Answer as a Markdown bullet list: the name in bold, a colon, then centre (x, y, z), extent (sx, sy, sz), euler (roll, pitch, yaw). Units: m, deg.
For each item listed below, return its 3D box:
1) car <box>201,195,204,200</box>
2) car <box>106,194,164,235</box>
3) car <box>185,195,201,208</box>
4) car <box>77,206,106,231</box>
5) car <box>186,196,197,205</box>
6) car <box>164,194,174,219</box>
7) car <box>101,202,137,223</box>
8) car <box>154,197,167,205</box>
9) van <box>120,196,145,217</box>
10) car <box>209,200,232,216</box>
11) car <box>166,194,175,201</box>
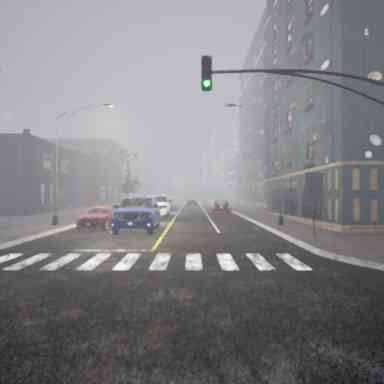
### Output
- **car**: centre (2.680, 1.527, 94.908), extent (1.752, 1.417, 4.829), euler (1, 0, 0)
- **car**: centre (-3.095, 1.220, 19.311), extent (2.150, 2.045, 5.566), euler (0, 0, 0)
- **car**: centre (-0.013, 1.524, 48.840), extent (1.812, 1.442, 4.674), euler (0, 0, 0)
- **car**: centre (-5.759, 1.543, 20.752), extent (1.887, 1.381, 4.507), euler (1, 0, 0)
- **car**: centre (-0.015, 1.503, 58.848), extent (1.837, 1.490, 4.892), euler (0, 0, 0)
- **car**: centre (-3.097, 1.219, 29.677), extent (2.150, 2.045, 5.566), euler (0, 0, 0)
- **car**: centre (-5.684, 1.543, 26.434), extent (1.887, 1.381, 4.507), euler (1, 0, 0)
- **car**: centre (-5.693, 1.580, 60.555), extent (1.802, 1.307, 4.206), euler (1, 0, 0)
- **van**: centre (-5.681, 1.339, 32.121), extent (1.690, 1.788, 3.998), euler (1, 0, 0)
- **car**: centre (2.697, 1.438, 32.184), extent (1.967, 1.590, 4.097), euler (1, 0, 0)
- **car**: centre (-5.697, 1.441, 88.987), extent (1.967, 1.590, 4.097), euler (1, 0, 0)
